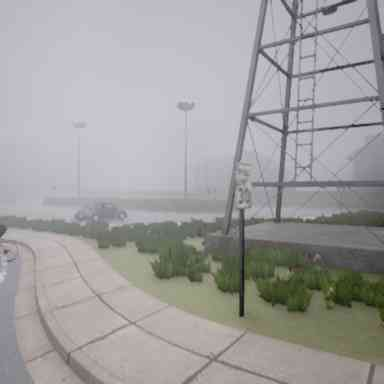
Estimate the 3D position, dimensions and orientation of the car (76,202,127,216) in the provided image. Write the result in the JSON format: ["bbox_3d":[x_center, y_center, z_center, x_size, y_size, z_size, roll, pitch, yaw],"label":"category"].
[{"bbox_3d":[-6.758,1.443,25.006,1.784,1.438,3.905,0,0,34],"label":"car"}]

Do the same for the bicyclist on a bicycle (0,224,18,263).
[{"bbox_3d":[-6.177,1.378,10.074,1.656,1.620,0.582,0,-1,-22],"label":"bicyclist on a bicycle"}]
